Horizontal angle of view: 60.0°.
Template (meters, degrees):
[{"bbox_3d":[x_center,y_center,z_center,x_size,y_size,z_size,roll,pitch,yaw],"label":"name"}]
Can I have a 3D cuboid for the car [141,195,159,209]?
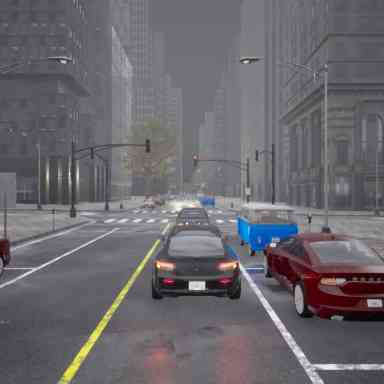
[{"bbox_3d":[-5.913,1.547,45.168,1.752,1.417,4.829,0,0,0],"label":"car"}]

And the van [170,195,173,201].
[{"bbox_3d":[-6.010,1.399,77.074,1.690,1.788,3.998,0,0,0],"label":"van"}]

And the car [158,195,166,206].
[{"bbox_3d":[-5.942,1.576,55.918,1.887,1.381,4.507,0,0,0],"label":"car"}]

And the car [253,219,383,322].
[{"bbox_3d":[2.755,1.546,7.254,1.887,1.381,4.507,0,0,0],"label":"car"}]

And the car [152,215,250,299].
[{"bbox_3d":[0.081,1.527,8.306,1.812,1.442,4.674,0,0,0],"label":"car"}]

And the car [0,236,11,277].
[{"bbox_3d":[-5.800,1.545,7.245,1.887,1.381,4.507,0,0,0],"label":"car"}]

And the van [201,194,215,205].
[{"bbox_3d":[2.601,1.367,50.764,1.690,1.788,3.998,0,0,0],"label":"van"}]

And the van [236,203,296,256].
[{"bbox_3d":[2.739,1.343,12.780,1.690,1.788,3.998,0,0,0],"label":"van"}]

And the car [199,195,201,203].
[{"bbox_3d":[2.582,1.598,56.177,1.947,1.339,4.313,0,0,0],"label":"car"}]

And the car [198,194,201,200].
[{"bbox_3d":[2.565,1.582,61.590,1.887,1.381,4.507,0,0,0],"label":"car"}]

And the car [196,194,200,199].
[{"bbox_3d":[2.530,1.602,72.417,2.008,1.369,4.403,0,0,0],"label":"car"}]

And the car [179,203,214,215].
[{"bbox_3d":[0.043,1.551,17.895,2.033,1.411,5.357,0,0,0],"label":"car"}]

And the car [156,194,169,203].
[{"bbox_3d":[-5.958,1.352,61.208,2.192,1.841,5.009,0,0,0],"label":"car"}]

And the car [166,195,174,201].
[{"bbox_3d":[-6.062,1.607,92.771,1.752,1.417,4.829,0,0,0],"label":"car"}]

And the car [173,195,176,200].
[{"bbox_3d":[-6.045,1.639,87.651,1.947,1.339,4.313,0,0,0],"label":"car"}]
